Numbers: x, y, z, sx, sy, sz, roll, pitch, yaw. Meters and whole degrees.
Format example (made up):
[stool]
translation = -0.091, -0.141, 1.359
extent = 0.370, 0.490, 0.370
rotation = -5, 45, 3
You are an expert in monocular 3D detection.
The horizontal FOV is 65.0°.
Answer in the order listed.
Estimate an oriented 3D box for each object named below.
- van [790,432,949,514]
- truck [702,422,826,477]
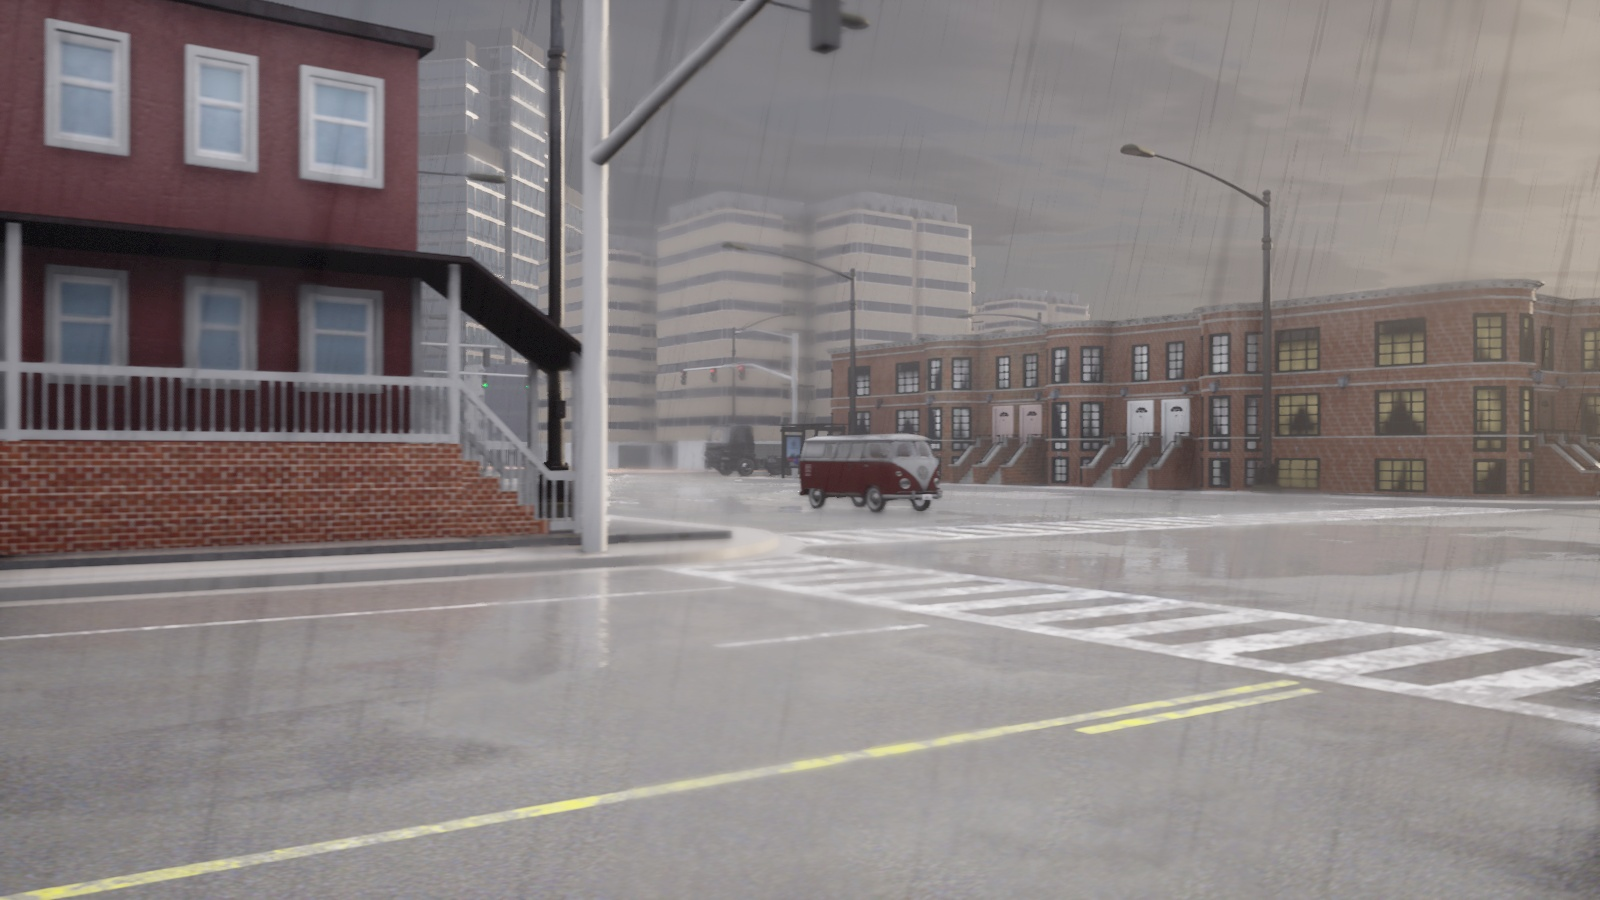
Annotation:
[van]
translation = 1.739, 0.575, 32.819
extent = 1.775, 1.987, 4.442
rotation = 0, 0, -35
[truck]
translation = -2.322, -0.029, 82.800
extent = 7.936, 3.462, 2.891
rotation = 0, 0, -35
